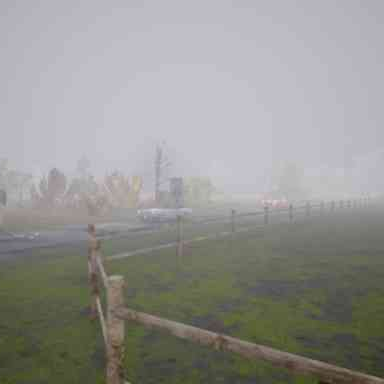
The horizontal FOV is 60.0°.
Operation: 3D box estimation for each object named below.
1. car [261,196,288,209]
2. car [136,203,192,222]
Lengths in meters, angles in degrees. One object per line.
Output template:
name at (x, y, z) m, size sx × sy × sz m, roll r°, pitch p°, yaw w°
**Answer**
car at (10.795, 1.258, 43.440) m, size 2.097 × 1.767 × 4.553 m, roll 0°, pitch 0°, yaw 36°
car at (-2.080, 1.535, 25.815) m, size 1.895 × 1.301 × 4.718 m, roll 0°, pitch 0°, yaw 36°
